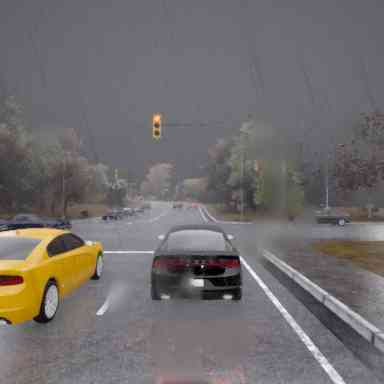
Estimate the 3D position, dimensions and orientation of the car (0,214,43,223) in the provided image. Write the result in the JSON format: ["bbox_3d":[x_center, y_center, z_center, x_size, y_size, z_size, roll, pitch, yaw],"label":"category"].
[{"bbox_3d":[-10.281,2.104,21.544,4.718,1.301,1.895,0,-2,6],"label":"car"}]

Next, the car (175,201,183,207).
[{"bbox_3d":[-3.471,3.173,86.790,1.994,1.385,4.181,0,0,-3],"label":"car"}]

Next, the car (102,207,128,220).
[{"bbox_3d":[-10.535,3.005,44.796,2.033,1.411,5.357,0,-2,1],"label":"car"}]

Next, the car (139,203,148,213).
[{"bbox_3d":[-10.431,3.251,64.771,2.128,1.511,4.902,0,0,1],"label":"car"}]

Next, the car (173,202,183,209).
[{"bbox_3d":[-3.370,3.189,76.721,1.837,1.490,4.892,0,0,0],"label":"car"}]

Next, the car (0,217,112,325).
[{"bbox_3d":[-3.408,1.543,7.336,1.882,1.535,5.008,0,-1,0],"label":"car"}]

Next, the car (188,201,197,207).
[{"bbox_3d":[0.045,3.168,86.367,2.033,1.411,5.357,0,0,-3],"label":"car"}]

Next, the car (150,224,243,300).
[{"bbox_3d":[0.098,1.566,8.579,1.882,1.535,5.008,0,-1,0],"label":"car"}]

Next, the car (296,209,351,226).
[{"bbox_3d":[12.449,2.441,31.612,4.892,1.490,1.837,0,-2,0],"label":"car"}]

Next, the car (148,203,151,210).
[{"bbox_3d":[-10.372,3.236,75.352,2.033,1.411,5.357,0,0,0],"label":"car"}]

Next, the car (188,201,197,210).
[{"bbox_3d":[0.131,3.047,76.210,2.097,1.767,4.553,0,0,0],"label":"car"}]

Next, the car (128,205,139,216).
[{"bbox_3d":[-10.491,3.215,54.667,1.812,1.442,4.674,0,-1,0],"label":"car"}]
